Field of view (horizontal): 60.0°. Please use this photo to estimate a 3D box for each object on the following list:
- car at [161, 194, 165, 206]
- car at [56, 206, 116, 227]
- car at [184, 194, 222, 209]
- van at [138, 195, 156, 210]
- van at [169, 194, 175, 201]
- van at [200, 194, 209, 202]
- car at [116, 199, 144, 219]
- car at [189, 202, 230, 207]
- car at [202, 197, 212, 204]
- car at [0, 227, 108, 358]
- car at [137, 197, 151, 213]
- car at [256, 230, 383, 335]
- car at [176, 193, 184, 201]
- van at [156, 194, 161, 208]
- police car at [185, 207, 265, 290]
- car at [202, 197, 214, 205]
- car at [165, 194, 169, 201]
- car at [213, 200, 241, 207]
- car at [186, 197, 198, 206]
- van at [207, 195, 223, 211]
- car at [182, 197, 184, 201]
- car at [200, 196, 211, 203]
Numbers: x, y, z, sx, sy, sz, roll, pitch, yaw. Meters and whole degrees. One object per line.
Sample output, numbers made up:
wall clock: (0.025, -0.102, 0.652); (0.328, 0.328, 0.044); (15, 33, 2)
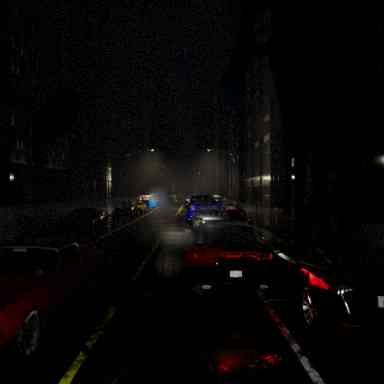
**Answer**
car: (-5.751, 1.443, 51.838); (1.967, 1.590, 4.097); (0, 0, 0)
car: (-5.763, 1.567, 17.994); (1.947, 1.339, 4.313); (0, 0, 0)
car: (0.706, 1.224, 25.108); (2.150, 2.045, 5.566); (0, 0, -1)
van: (-5.755, 1.344, 40.557); (1.690, 1.788, 3.998); (0, 0, 0)
van: (-5.741, 1.344, 80.044); (1.690, 1.788, 3.998); (0, 0, 0)
van: (2.782, 1.344, 74.403); (1.690, 1.788, 3.998); (0, 0, 0)
car: (-5.759, 1.553, 29.276); (2.008, 1.369, 4.403); (0, 0, 0)
car: (0.904, 1.527, 19.100); (1.812, 1.442, 4.674); (0, 0, 0)
car: (2.779, 1.585, 63.121); (1.802, 1.307, 4.206); (0, 0, 0)
car: (-3.101, 1.601, 6.120); (1.895, 1.301, 4.718); (0, 0, 0)
car: (-5.757, 1.528, 34.746); (1.752, 1.417, 4.829); (0, 0, 0)
car: (2.759, 1.566, 6.715); (1.947, 1.339, 4.313); (0, 0, 0)
car: (-2.972, 1.354, 85.832); (2.097, 1.767, 4.553); (0, 0, 0)
van: (-5.753, 1.344, 46.198); (1.690, 1.788, 3.998); (0, 0, 0)
police car: (0.843, 1.426, 9.201); (1.930, 1.638, 5.238); (0, 0, -1)
car: (2.777, 1.585, 57.481); (1.802, 1.307, 4.206); (0, 0, 0)
car: (-5.749, 1.318, 57.480); (2.192, 1.841, 5.009); (0, 0, 0)
car: (2.765, 1.546, 23.637); (1.887, 1.381, 4.507); (0, 0, 0)
car: (0.017, 1.604, 57.607); (1.895, 1.301, 4.718); (0, 0, 0)
van: (2.770, 1.344, 40.559); (1.690, 1.788, 3.998); (0, 0, 0)
car: (0.036, 1.604, 45.016); (1.895, 1.301, 4.718); (0, 0, 0)
car: (2.781, 1.569, 68.762); (1.947, 1.339, 4.313); (0, 0, 0)
